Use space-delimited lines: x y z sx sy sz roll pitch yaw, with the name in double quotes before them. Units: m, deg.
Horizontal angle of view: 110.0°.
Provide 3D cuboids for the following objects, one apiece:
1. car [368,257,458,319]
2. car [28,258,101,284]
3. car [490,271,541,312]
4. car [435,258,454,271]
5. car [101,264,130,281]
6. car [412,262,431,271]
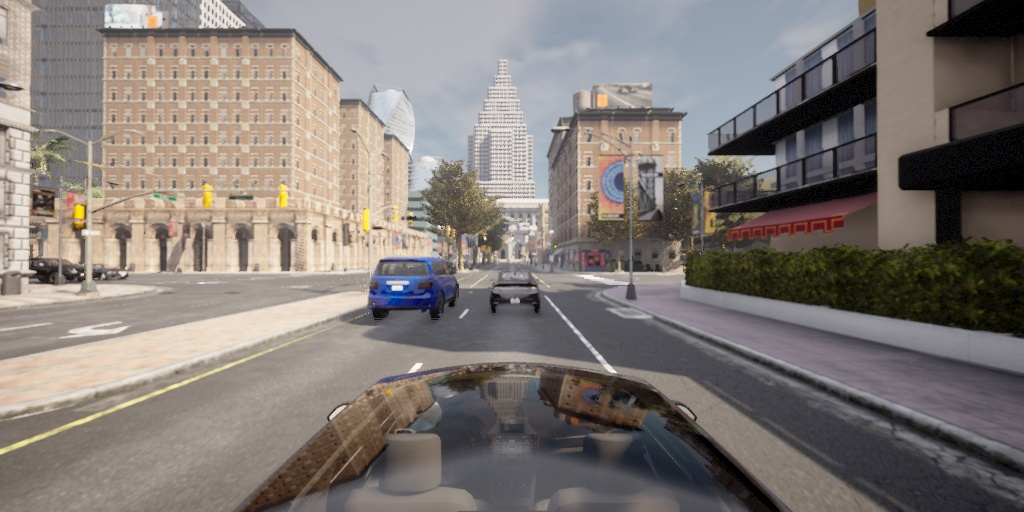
"car" -3.397 1.062 13.288 2.150 2.045 5.566 0 -1 0
"car" -38.104 1.188 29.521 5.566 2.045 2.150 0 0 0
"car" 0.120 1.344 14.747 2.128 1.511 4.902 0 0 0
"car" -11.469 1.436 61.081 2.150 2.045 5.566 0 0 0
"car" -38.254 1.486 33.037 4.902 1.511 2.128 0 0 0
"car" -14.972 1.708 59.654 1.837 1.490 4.892 0 0 0
